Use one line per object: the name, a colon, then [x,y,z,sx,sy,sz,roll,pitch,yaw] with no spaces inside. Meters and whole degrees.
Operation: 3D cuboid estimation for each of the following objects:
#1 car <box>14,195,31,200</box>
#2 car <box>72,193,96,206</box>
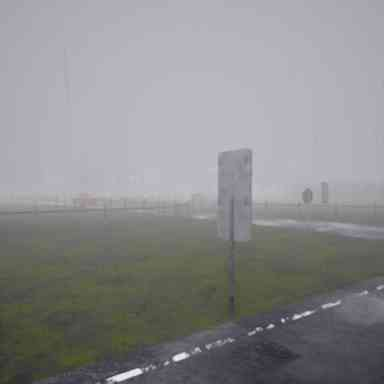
car: [-41.912,1.377,82.907,1.882,1.535,5.008,1,-1,-45]
car: [-16.596,1.109,51.283,2.150,2.045,5.566,1,-1,-40]
